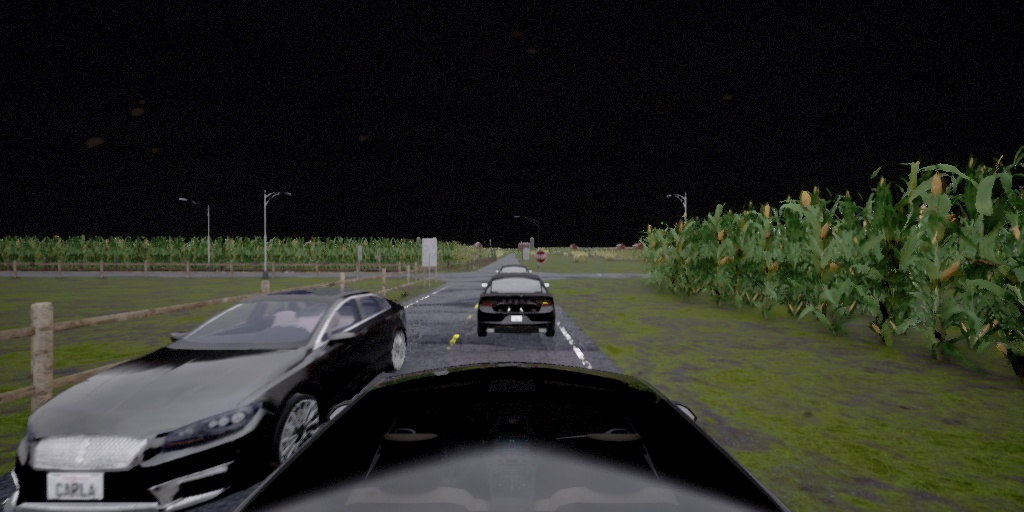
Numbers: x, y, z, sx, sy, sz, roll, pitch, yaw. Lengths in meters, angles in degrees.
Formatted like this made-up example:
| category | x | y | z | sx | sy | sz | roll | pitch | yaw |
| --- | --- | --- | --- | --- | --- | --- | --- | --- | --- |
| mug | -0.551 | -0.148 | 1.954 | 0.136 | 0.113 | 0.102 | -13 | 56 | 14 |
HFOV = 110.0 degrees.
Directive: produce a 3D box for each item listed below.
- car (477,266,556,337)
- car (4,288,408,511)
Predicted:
| category | x | y | z | sx | sy | sz | roll | pitch | yaw |
| --- | --- | --- | --- | --- | --- | --- | --- | --- | --- |
| car | 0.103 | 1.218 | 10.339 | 1.882 | 1.535 | 5.008 | 0 | 0 | 0 |
| car | -2.845 | 1.238 | 4.789 | 2.128 | 1.511 | 4.902 | 0 | 0 | 0 |
